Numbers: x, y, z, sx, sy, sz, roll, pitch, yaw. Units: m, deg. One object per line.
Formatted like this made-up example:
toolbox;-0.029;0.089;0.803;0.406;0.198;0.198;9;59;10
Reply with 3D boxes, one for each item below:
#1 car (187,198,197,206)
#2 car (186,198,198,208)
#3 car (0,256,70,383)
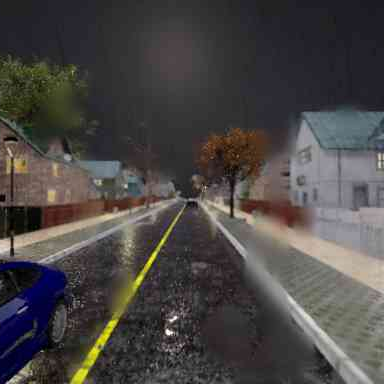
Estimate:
car;-0.030;1.924;63.590;1.812;1.442;4.674;0;0;0
car;-0.025;1.799;53.201;1.882;1.535;5.008;0;0;0
car;-2.840;1.545;3.609;1.812;1.442;4.674;0;0;0
